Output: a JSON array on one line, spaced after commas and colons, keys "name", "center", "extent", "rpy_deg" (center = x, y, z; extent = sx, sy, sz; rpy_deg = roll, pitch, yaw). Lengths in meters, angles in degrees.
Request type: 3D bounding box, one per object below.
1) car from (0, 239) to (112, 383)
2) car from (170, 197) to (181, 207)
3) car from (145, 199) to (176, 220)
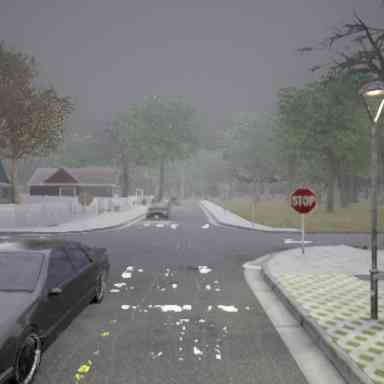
[{"name": "car", "center": [-2.747, 1.547, 5.452], "extent": [2.033, 1.411, 5.357], "rpy_deg": [0, 0, 0]}, {"name": "car", "center": [-2.752, 1.569, 53.017], "extent": [1.837, 1.490, 4.892], "rpy_deg": [0, 0, 0]}, {"name": "car", "center": [-2.751, 1.562, 28.543], "extent": [2.033, 1.411, 5.357], "rpy_deg": [0, 0, 0]}]
